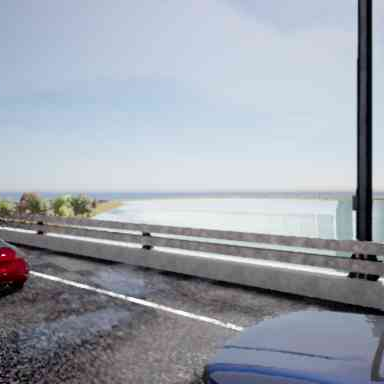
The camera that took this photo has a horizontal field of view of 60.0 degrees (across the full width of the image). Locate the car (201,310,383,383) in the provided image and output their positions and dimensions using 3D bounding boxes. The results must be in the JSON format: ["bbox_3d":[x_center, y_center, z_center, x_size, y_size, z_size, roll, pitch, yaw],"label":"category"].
[{"bbox_3d":[2.621,1.551,2.127,5.357,1.411,2.033,0,0,36],"label":"car"}]

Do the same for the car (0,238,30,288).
[{"bbox_3d":[-5.784,1.540,8.024,4.181,1.385,1.994,0,0,36],"label":"car"}]
